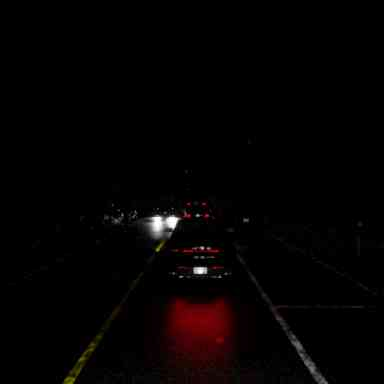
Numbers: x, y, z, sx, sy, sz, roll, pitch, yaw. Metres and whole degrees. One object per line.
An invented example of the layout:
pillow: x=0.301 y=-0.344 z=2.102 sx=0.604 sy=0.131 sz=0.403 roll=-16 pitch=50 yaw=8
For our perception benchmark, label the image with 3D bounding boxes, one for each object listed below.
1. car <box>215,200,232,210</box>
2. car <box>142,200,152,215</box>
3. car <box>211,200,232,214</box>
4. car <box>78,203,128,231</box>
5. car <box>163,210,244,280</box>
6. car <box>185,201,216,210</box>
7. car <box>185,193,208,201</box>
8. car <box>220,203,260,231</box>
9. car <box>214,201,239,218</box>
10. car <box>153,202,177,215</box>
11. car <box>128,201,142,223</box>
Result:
car: x=3.074 y=1.580 z=25.861 sx=1.887 sy=1.381 sz=4.507 roll=-1 pitch=0 yaw=1
car: x=-5.378 y=1.595 z=31.478 sx=2.008 sy=1.369 sz=4.403 roll=-1 pitch=0 yaw=1
car: x=3.218 y=1.598 z=36.871 sx=1.887 sy=1.381 sz=4.507 roll=-1 pitch=0 yaw=1
car: x=-5.523 y=1.467 z=20.468 sx=1.967 sy=1.590 sz=4.097 roll=-1 pitch=0 yaw=1
car: x=0.218 y=1.518 z=9.936 sx=1.837 sy=1.490 sz=4.892 roll=0 pitch=0 yaw=1
car: x=0.390 y=1.580 z=23.795 sx=2.033 sy=1.411 sz=5.357 roll=0 pitch=0 yaw=1
car: x=0.434 y=1.271 z=34.401 sx=2.150 sy=2.045 sz=5.566 roll=0 pitch=0 yaw=1
car: x=3.003 y=1.593 z=20.357 sx=1.947 sy=1.339 sz=4.313 roll=-1 pitch=0 yaw=1
car: x=3.146 y=1.589 z=31.366 sx=1.887 sy=1.381 sz=4.507 roll=-1 pitch=0 yaw=1
car: x=-2.565 y=1.717 z=34.540 sx=1.895 sy=1.301 sz=4.718 roll=0 pitch=0 yaw=1
car: x=-5.450 y=1.602 z=25.973 sx=1.947 sy=1.339 sz=4.313 roll=-1 pitch=0 yaw=1
